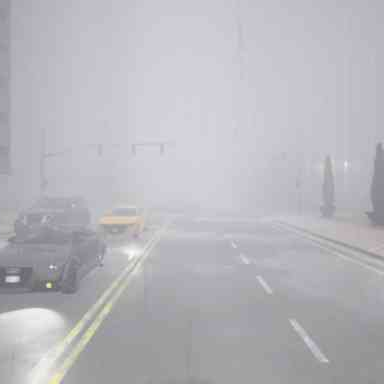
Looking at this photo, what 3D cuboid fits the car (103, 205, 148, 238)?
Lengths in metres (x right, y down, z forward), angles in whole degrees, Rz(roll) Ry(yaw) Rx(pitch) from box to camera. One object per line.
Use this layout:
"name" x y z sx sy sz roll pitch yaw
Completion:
"car" -3.501 1.463 17.643 1.882 1.535 5.008 0 0 0

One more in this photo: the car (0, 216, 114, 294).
"car" -3.589 1.557 8.634 1.994 1.385 4.181 0 0 0

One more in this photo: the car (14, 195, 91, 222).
"car" -7.003 1.192 17.425 2.150 2.045 5.566 0 0 0
